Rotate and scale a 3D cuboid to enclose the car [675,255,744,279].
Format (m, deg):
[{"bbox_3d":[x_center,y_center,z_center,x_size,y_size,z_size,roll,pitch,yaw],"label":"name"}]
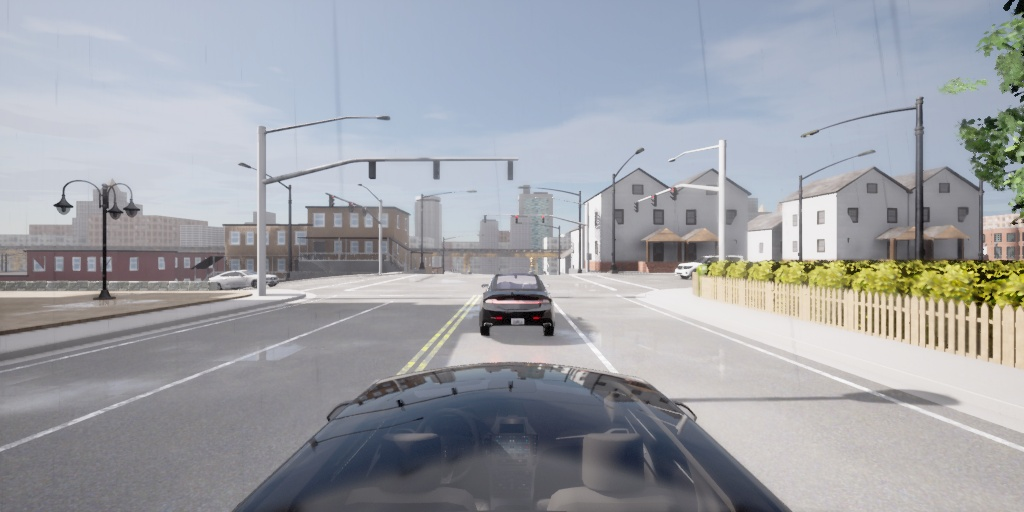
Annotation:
[{"bbox_3d":[16.909,0.971,30.434,5.566,2.045,2.150,0,0,-1],"label":"car"}]

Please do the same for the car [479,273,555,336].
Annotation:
[{"bbox_3d":[0.118,1.242,10.394,2.128,1.511,4.902,0,0,0],"label":"car"}]

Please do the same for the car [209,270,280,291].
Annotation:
[{"bbox_3d":[-19.659,1.742,26.266,4.674,1.442,1.812,-4,0,1],"label":"car"}]
